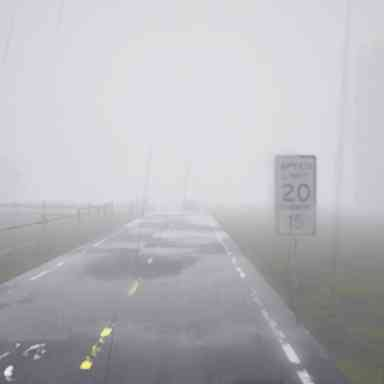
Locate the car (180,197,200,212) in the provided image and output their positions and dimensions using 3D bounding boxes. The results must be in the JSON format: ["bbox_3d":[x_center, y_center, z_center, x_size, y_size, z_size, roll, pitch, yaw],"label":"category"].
[{"bbox_3d":[-0.071,1.569,38.239,2.033,1.411,5.357,0,0,-2],"label":"car"}]
